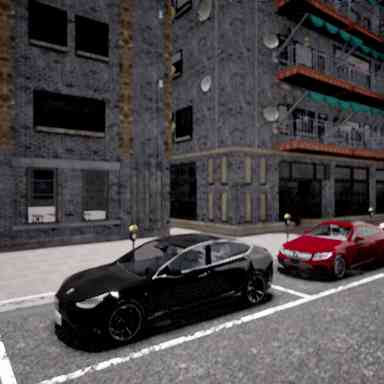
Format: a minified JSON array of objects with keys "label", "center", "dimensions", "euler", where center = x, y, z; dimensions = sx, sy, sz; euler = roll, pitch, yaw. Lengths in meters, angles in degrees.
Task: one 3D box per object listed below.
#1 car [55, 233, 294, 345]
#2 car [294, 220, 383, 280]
[{"label":"car","center":[-0.283,1.536,6.366],"dimensions":[4.313,1.339,1.947],"euler":[-1,1,-36]},{"label":"car","center":[4.313,1.503,9.673],"dimensions":[4.206,1.307,1.802],"euler":[-1,1,-36]}]
